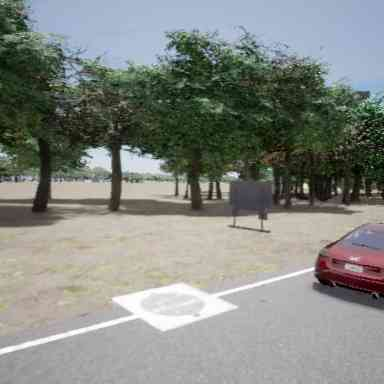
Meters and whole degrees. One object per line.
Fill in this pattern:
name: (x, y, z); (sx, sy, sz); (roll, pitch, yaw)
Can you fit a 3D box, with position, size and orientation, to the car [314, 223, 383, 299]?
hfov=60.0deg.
car: (4.689, 1.441, 7.754); (4.181, 1.385, 1.994); (0, 3, -40)
